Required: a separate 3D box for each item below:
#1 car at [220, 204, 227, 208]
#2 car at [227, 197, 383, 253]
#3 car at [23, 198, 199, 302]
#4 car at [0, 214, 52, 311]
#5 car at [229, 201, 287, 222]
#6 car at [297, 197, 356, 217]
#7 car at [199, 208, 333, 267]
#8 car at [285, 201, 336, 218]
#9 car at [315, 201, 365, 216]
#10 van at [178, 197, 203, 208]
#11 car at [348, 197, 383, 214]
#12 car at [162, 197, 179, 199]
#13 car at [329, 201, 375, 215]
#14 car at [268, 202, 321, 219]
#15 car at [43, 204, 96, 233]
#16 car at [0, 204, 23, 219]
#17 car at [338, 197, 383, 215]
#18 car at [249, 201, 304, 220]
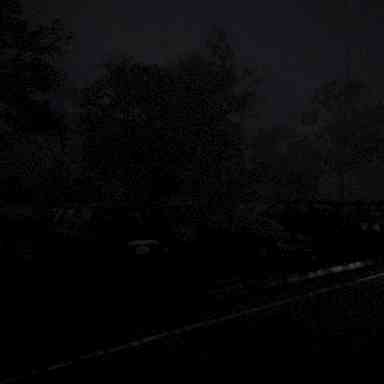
[{"bbox_3d":[3.520,1.699,29.016,2.002,1.452,4.674,1,0,-36],"label":"car"},{"bbox_3d":[4.339,1.314,13.565,2.435,2.045,5.566,1,0,-36],"label":"car"},{"bbox_3d":[-2.509,1.241,8.682,2.435,2.045,5.566,1,0,-35],"label":"car"},{"bbox_3d":[-4.771,1.477,7.028,2.231,1.521,4.892,0,0,-35],"label":"car"},{"bbox_3d":[5.892,1.688,30.487,1.946,1.575,5.366,1,0,-36],"label":"car"},{"bbox_3d":[14.862,1.571,37.098,2.435,2.045,5.566,1,0,-36],"label":"car"},{"bbox_3d":[2.066,1.538,11.916,2.231,1.521,4.892,1,0,-36],"label":"car"},{"bbox_3d":[12.563,1.818,35.523,2.163,1.488,4.792,1,0,-36],"label":"car"},{"bbox_3d":[17.112,1.859,38.737,2.097,1.535,5.008,1,-1,-36],"label":"car"},{"bbox_3d":[-1.080,1.369,25.875,1.878,1.987,4.442,1,0,-36],"label":"van"},{"bbox_3d":[23.821,1.723,43.509,2.435,2.045,5.566,1,-1,-36],"label":"car"},{"bbox_3d":[-3.259,1.440,24.139,2.185,1.767,4.553,1,0,-36],"label":"car"},{"bbox_3d":[19.274,1.934,40.287,2.002,1.452,4.674,1,-1,-36],"label":"car"},{"bbox_3d":[10.332,1.786,33.855,2.163,1.488,4.792,1,0,-36],"label":"car"},{"bbox_3d":[-7.812,1.555,20.932,2.002,1.452,4.674,1,0,-35],"label":"car"},{"bbox_3d":[-10.083,1.493,19.317,2.097,1.535,5.008,0,0,-35],"label":"car"},{"bbox_3d":[21.657,1.684,41.959,2.435,2.045,5.566,1,-1,-36],"label":"car"},{"bbox_3d":[8.053,1.724,32.255,2.097,1.535,5.008,1,0,-36],"label":"car"}]
